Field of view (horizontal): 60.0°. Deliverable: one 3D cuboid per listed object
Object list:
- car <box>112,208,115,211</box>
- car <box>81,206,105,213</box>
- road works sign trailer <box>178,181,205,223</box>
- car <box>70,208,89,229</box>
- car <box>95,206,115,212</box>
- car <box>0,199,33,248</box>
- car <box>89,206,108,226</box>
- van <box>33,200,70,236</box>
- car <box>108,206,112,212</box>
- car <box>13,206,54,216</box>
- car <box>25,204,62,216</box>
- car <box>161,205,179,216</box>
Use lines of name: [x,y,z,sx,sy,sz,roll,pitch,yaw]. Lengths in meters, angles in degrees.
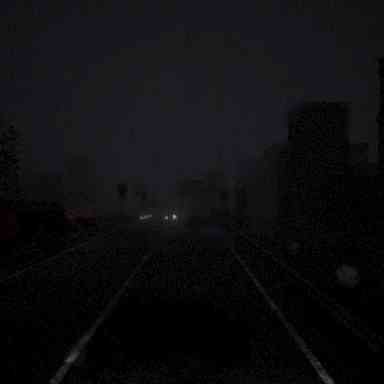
car: [-21.795,4.101,80.157,5.008,1.535,2.097,0,-3,0]
car: [-21.814,3.851,73.613,4.674,1.452,2.002,0,-3,0]
road works sign trailer: [-0.026,0.828,29.062,2.380,3.560,2.880,0,-2,0]
car: [-9.574,1.590,21.850,4.553,1.767,2.185,0,-2,0]
car: [-21.774,4.281,83.301,4.674,1.452,2.002,0,-3,0]
car: [-9.522,1.270,12.626,5.566,2.045,2.435,0,-1,0]
car: [-9.371,1.792,24.765,5.366,1.575,1.946,0,-2,0]
van: [-9.645,1.419,18.816,4.442,1.987,1.878,0,-1,0]
car: [-21.797,3.957,76.887,4.892,1.521,2.231,0,-3,0]
car: [-21.891,2.632,46.134,4.674,1.452,2.002,0,-3,0]
car: [-21.950,2.606,49.308,4.553,1.767,2.185,0,-2,0]
car: [-3.260,2.955,51.620,1.994,1.385,4.181,0,-3,0]
